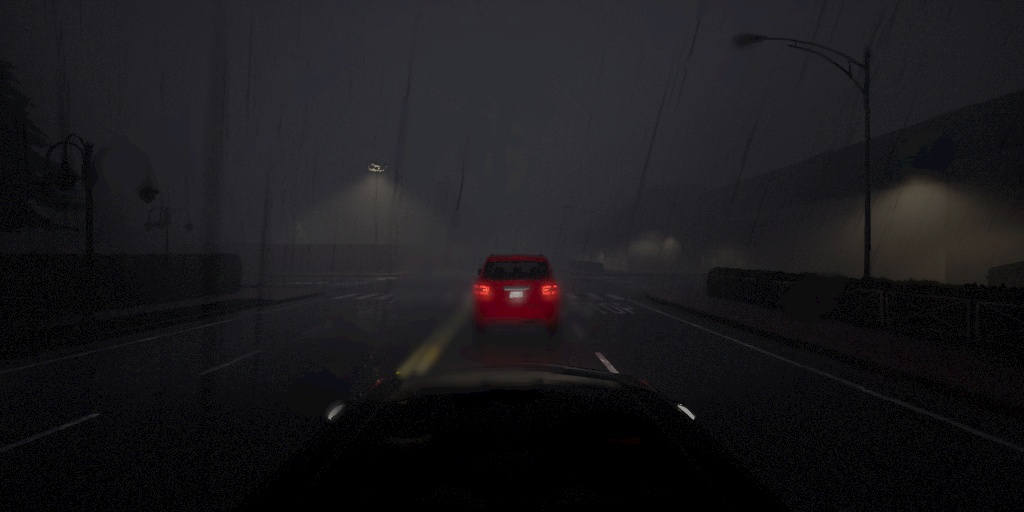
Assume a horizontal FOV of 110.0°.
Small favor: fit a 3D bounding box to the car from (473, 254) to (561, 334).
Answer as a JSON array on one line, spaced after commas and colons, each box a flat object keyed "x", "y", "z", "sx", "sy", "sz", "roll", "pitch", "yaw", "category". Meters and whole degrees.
[{"x": 0.124, "y": 0.971, "z": 10.785, "sx": 2.150, "sy": 2.045, "sz": 5.566, "roll": 0, "pitch": 0, "yaw": 0, "category": "car"}]

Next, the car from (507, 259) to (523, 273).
[{"x": 0.367, "y": 1.228, "z": 45.637, "sx": 1.882, "sy": 1.535, "sz": 5.008, "roll": 0, "pitch": 0, "yaw": 1, "category": "car"}]
